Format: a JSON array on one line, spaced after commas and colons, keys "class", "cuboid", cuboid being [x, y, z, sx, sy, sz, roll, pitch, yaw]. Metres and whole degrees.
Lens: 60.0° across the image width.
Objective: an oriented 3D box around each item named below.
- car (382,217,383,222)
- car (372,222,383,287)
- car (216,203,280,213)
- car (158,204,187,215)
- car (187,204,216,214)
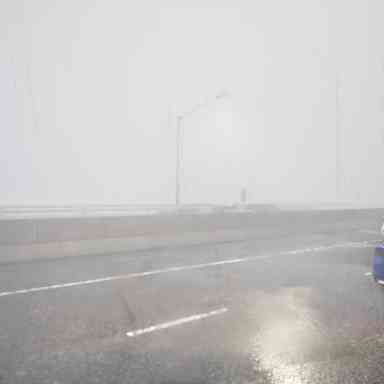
[{"class": "car", "cuboid": [11.355, 1.458, 16.010, 5.566, 2.045, 2.150, 1, -1, -35]}, {"class": "car", "cuboid": [6.513, 1.605, 8.348, 5.008, 1.535, 1.882, 1, -1, -35]}, {"class": "car", "cuboid": [4.398, 1.574, 24.199, 4.553, 1.767, 2.097, 1, 0, -35]}, {"class": "car", "cuboid": [-0.847, 1.767, 29.077, 4.181, 1.385, 1.994, 1, -1, -35]}, {"class": "car", "cuboid": [2.367, 1.730, 27.048, 4.892, 1.490, 1.837, 2, -1, -35]}]
